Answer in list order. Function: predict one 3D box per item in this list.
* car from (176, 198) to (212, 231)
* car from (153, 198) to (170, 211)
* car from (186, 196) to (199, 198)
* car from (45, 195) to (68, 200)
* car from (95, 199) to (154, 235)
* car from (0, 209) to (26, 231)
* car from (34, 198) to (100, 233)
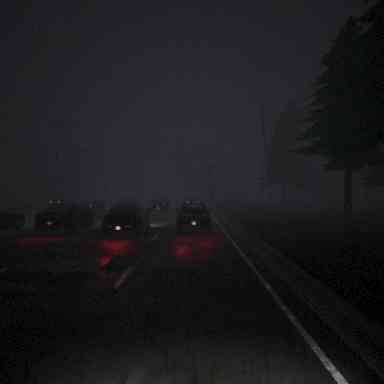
[{"bbox_3d":[0.097,1.341,19.184,2.128,1.511,4.902,0,1,0],"label":"car"},{"bbox_3d":[-3.423,1.321,35.658,1.895,1.301,4.718,0,0,0],"label":"car"},{"bbox_3d":[0.071,1.208,35.845,2.128,1.511,4.902,0,0,0],"label":"car"},{"bbox_3d":[-13.926,1.077,35.002,2.097,1.767,4.553,0,0,0],"label":"car"},{"bbox_3d":[-3.402,1.367,17.705,1.837,1.490,4.892,0,1,0],"label":"car"},{"bbox_3d":[-10.403,1.468,16.877,1.895,1.301,4.718,0,0,0],"label":"car"},{"bbox_3d":[-6.903,1.331,18.571,1.882,1.535,5.008,0,1,0],"label":"car"}]
